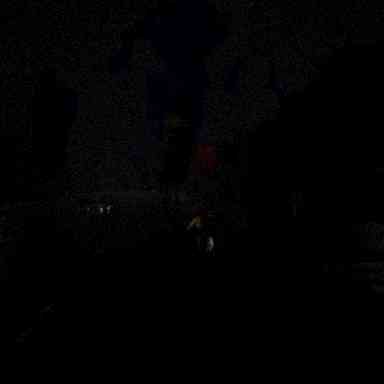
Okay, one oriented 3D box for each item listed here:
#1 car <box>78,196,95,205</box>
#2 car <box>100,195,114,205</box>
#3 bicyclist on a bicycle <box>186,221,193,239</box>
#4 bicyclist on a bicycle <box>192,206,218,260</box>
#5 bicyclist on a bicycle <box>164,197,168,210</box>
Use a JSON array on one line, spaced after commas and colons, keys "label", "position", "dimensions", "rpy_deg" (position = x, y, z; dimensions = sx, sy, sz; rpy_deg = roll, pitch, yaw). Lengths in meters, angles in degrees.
[{"label": "car", "position": [-16.965, 1.289, 53.420], "dimensions": [1.895, 1.301, 4.718], "rpy_deg": [0, 1, -7]}, {"label": "car", "position": [-13.744, 1.207, 53.860], "dimensions": [2.128, 1.511, 4.902], "rpy_deg": [0, 1, -7]}, {"label": "bicyclist on a bicycle", "position": [0.250, 1.535, 12.233], "dimensions": [0.866, 1.612, 1.509], "rpy_deg": [0, -12, -8]}, {"label": "bicyclist on a bicycle", "position": [0.565, 1.348, 11.485], "dimensions": [0.659, 1.776, 1.843], "rpy_deg": [4, 0, -6]}, {"label": "bicyclist on a bicycle", "position": [-3.153, 1.414, 39.970], "dimensions": [0.582, 1.620, 1.656], "rpy_deg": [0, 0, -7]}]
